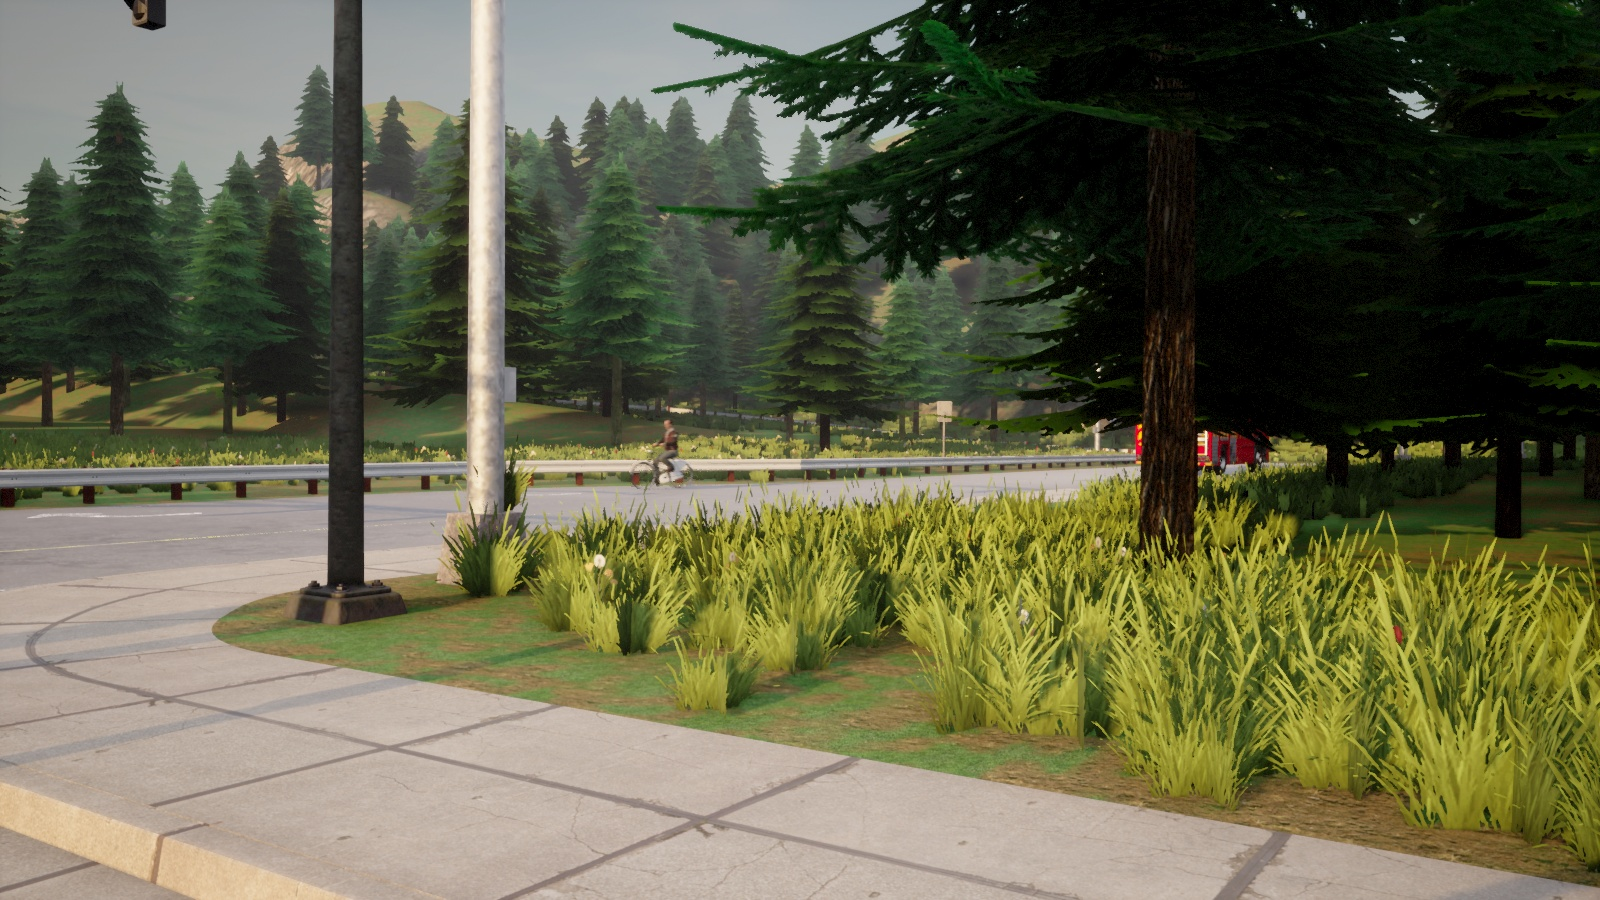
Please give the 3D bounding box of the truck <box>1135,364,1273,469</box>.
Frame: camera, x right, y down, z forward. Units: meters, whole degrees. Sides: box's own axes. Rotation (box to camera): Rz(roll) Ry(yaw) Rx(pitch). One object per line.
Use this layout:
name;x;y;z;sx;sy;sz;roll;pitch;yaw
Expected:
truck;16.175;-1.287;49.850;2.891;3.827;8.468;0;1;35

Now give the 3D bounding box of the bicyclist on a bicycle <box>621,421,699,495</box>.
bicyclist on a bicycle;-3.445;0.183;30.997;1.843;1.776;0.659;-1;1;-41
